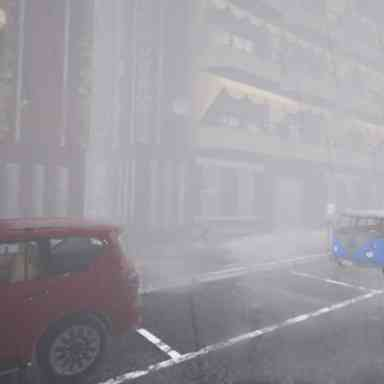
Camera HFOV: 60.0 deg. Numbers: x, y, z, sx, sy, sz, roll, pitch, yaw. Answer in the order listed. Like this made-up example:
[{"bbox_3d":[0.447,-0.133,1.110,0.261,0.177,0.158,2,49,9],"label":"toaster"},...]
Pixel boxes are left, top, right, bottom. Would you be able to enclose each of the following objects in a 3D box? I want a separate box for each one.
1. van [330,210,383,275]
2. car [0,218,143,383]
[{"bbox_3d":[5.991,1.450,10.349,3.998,1.788,1.690,1,1,-35],"label":"van"},{"bbox_3d":[-3.006,1.314,3.921,5.009,1.841,2.192,1,1,-36],"label":"car"}]
